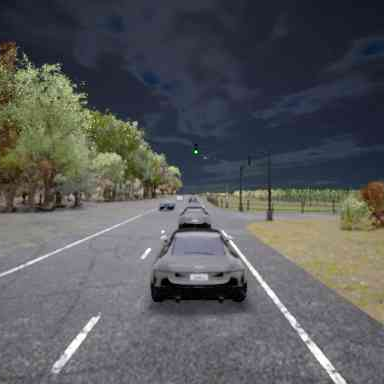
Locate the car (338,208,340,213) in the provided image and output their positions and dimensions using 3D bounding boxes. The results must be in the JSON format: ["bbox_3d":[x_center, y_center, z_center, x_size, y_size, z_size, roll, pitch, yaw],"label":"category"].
[{"bbox_3d":[18.653,1.732,36.652,4.553,1.767,2.097,1,-1,1],"label":"car"}]

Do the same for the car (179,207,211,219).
[{"bbox_3d":[0.167,1.639,21.385,1.994,1.385,4.181,0,0,0],"label":"car"}]

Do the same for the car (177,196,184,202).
[{"bbox_3d":[-3.230,1.808,87.136,1.812,1.442,4.674,0,0,0],"label":"car"}]

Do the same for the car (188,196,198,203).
[{"bbox_3d":[0.245,1.614,79.020,2.097,1.767,4.553,0,0,0],"label":"car"}]

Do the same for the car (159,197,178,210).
[{"bbox_3d":[-3.262,1.754,44.812,1.895,1.301,4.718,0,0,0],"label":"car"}]

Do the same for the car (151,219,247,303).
[{"bbox_3d":[0.127,1.594,8.313,1.994,1.385,4.181,0,0,0],"label":"car"}]
